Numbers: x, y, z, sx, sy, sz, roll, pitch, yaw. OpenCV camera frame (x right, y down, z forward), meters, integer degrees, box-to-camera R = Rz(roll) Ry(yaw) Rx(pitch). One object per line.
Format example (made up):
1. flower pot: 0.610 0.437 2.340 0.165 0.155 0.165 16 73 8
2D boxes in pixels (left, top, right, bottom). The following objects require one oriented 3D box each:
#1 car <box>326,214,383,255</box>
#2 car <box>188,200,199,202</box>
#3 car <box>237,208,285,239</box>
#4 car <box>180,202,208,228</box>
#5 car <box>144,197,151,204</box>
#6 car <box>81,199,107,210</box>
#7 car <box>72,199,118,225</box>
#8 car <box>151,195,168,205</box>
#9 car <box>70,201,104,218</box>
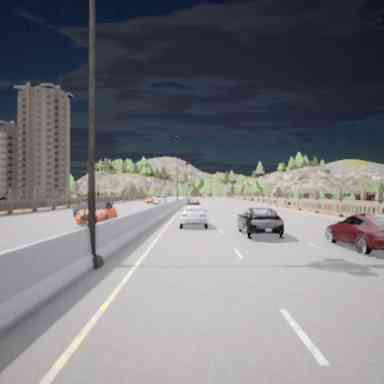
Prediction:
1. car: 7.108 1.601 13.449 1.812 1.442 4.674 0 0 0
2. car: 0.196 1.722 41.398 2.128 1.511 4.902 0 0 1
3. car: 3.611 1.593 18.068 2.128 1.511 4.902 0 0 0
4. car: 0.113 1.656 23.324 1.812 1.442 4.674 0 0 0
5. car: -9.527 1.877 74.337 1.882 1.535 5.008 0 0 2
6. car: -13.864 1.758 47.499 2.128 1.511 4.902 0 -1 2
7. car: -7.078 1.492 25.098 2.097 1.767 4.553 0 0 0
8. car: -6.231 1.596 67.378 2.150 2.045 5.566 0 0 2
9. car: -10.554 1.694 33.830 1.837 1.490 4.892 0 0 0
